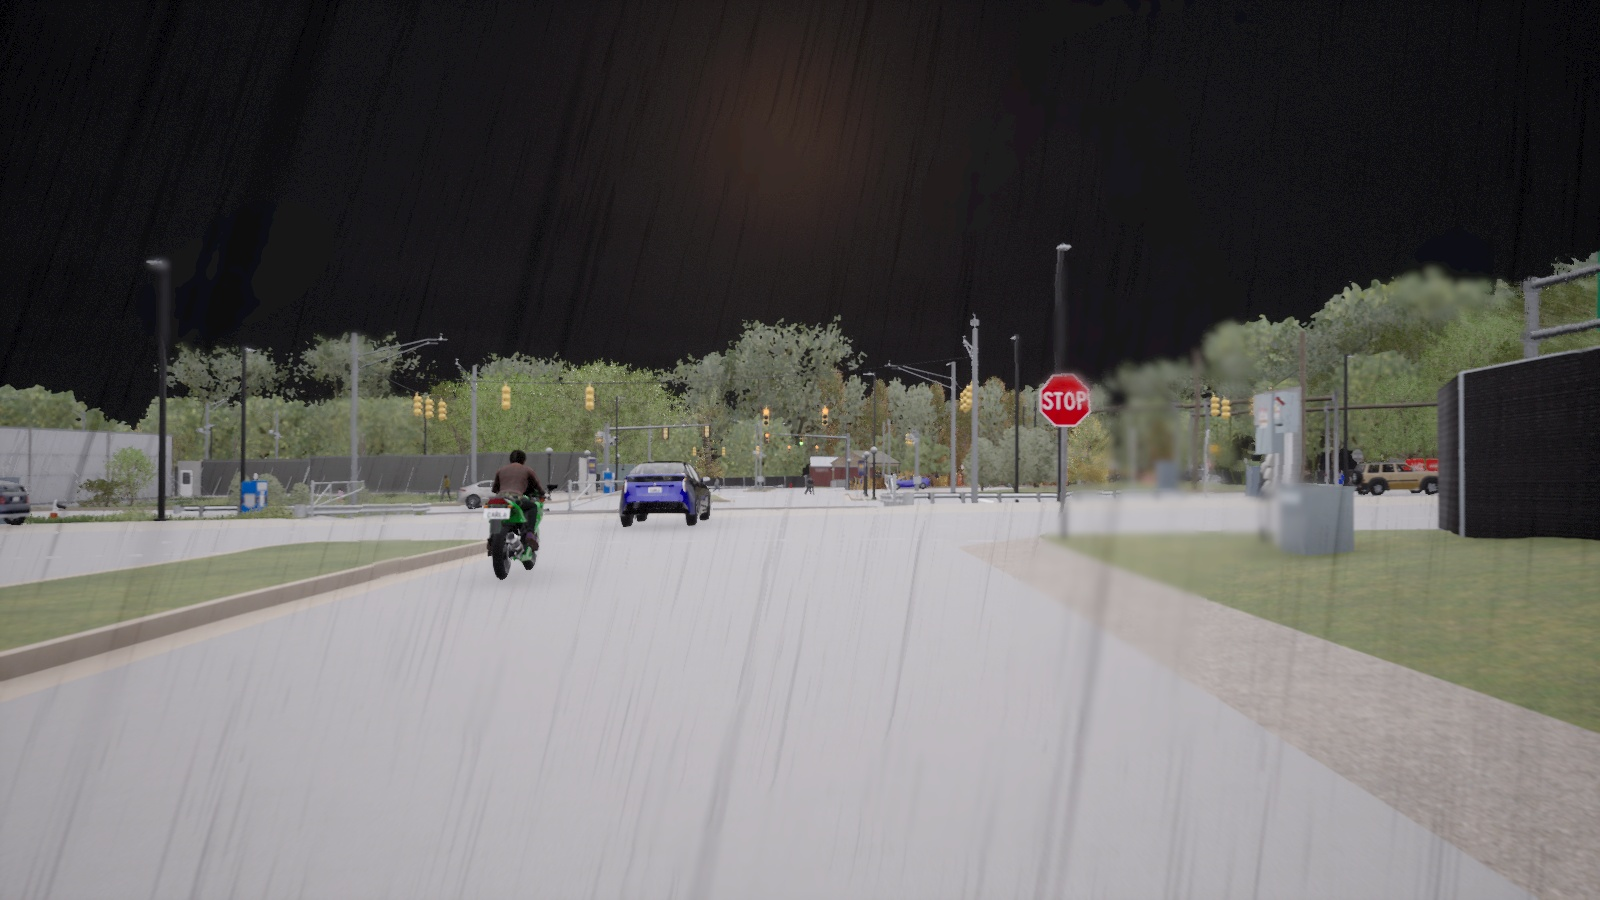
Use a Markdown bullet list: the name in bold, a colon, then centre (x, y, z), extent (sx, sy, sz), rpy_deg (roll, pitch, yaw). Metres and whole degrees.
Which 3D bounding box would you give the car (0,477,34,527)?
- **car**: centre (-26.760, 1.663, 39.911), extent (3.705, 1.549, 1.789), rpy_deg (-1, -1, 1)

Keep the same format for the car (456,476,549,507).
- **car**: centre (-16.978, 2.349, 71.914), extent (5.027, 1.651, 2.152), rpy_deg (-1, -1, -8)

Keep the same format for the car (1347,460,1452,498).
- **car**: centre (31.952, 1.536, 67.023), extent (4.605, 1.855, 1.932), rpy_deg (-1, -1, 0)

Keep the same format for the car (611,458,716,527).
- **car**: centre (-3.264, 0.999, 30.864), extent (2.007, 1.525, 4.514), rpy_deg (-1, -1, 1)

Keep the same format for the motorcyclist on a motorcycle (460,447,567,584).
- **motorcyclist on a motorcycle**: centre (-3.400, 0.750, 15.080), extent (0.797, 1.523, 2.044), rpy_deg (0, -1, 0)
